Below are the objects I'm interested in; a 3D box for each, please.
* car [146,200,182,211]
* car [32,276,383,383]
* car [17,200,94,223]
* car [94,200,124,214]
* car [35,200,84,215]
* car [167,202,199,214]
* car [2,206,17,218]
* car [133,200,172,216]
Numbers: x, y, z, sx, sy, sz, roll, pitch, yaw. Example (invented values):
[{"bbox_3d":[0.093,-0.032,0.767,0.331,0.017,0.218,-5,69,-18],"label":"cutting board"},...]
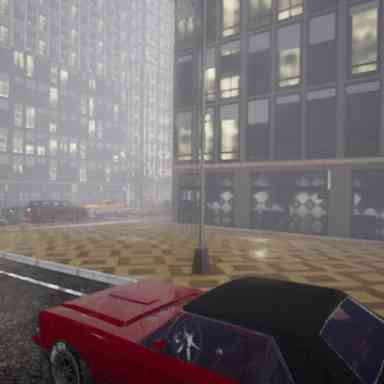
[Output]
[{"bbox_3d":[-3.815,1.867,46.964,2.033,1.411,5.357,1,0,36],"label":"car"},{"bbox_3d":[0.414,1.602,3.392,4.718,1.301,1.895,0,0,36],"label":"car"},{"bbox_3d":[-11.104,1.546,27.404,2.192,1.841,5.009,0,0,37],"label":"car"},{"bbox_3d":[-10.147,1.704,38.410,1.882,1.535,5.008,1,0,36],"label":"car"},{"bbox_3d":[-14.589,1.678,36.784,1.752,1.417,4.829,0,0,37],"label":"car"},{"bbox_3d":[-1.040,1.962,41.003,1.802,1.307,4.206,0,0,37],"label":"car"},{"bbox_3d":[-15.421,1.712,31.293,1.994,1.385,4.181,1,0,37],"label":"car"},{"bbox_3d":[-4.294,1.857,36.606,1.752,1.417,4.829,0,0,37],"label":"car"}]
